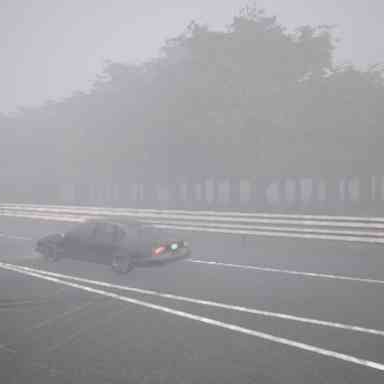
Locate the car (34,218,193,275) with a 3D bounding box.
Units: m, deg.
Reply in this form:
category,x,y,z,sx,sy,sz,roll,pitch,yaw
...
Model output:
category,x,y,z,sx,sy,sz,roll,pitch,yaw
car,-2.626,1.556,10.511,5.357,1.411,2.033,0,0,31
